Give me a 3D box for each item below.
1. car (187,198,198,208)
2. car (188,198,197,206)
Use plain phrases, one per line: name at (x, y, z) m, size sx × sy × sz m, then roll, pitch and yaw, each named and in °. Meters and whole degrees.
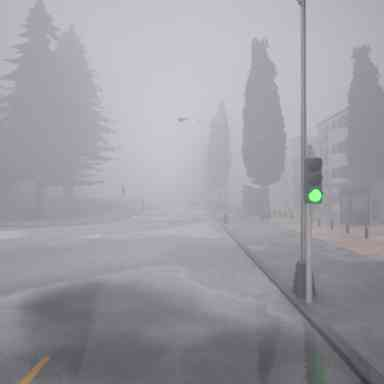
car at (0.086, 1.930, 56.714) m, size 1.994 × 1.385 × 4.181 m, roll 0°, pitch -1°, yaw 0°
car at (0.015, 2.139, 72.731) m, size 1.882 × 1.535 × 5.008 m, roll 0°, pitch 0°, yaw 0°
